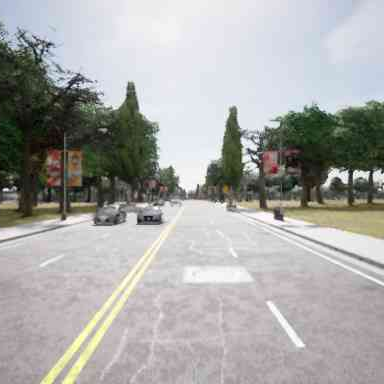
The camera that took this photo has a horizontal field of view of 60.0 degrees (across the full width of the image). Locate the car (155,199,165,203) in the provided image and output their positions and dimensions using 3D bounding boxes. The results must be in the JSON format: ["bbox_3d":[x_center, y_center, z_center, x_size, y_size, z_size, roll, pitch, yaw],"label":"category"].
[{"bbox_3d":[-6.470,2.241,66.859,1.812,1.442,4.674,0,0,0],"label":"car"}]

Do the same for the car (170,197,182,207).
[{"bbox_3d":[-3.219,1.970,67.981,2.150,2.045,5.566,0,-1,0],"label":"car"}]

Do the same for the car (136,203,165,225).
[{"bbox_3d":[-3.335,1.888,27.420,1.994,1.385,4.181,0,-1,0],"label":"car"}]

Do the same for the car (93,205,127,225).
[{"bbox_3d":[-6.586,1.813,27.132,2.128,1.511,4.902,0,-1,0],"label":"car"}]
